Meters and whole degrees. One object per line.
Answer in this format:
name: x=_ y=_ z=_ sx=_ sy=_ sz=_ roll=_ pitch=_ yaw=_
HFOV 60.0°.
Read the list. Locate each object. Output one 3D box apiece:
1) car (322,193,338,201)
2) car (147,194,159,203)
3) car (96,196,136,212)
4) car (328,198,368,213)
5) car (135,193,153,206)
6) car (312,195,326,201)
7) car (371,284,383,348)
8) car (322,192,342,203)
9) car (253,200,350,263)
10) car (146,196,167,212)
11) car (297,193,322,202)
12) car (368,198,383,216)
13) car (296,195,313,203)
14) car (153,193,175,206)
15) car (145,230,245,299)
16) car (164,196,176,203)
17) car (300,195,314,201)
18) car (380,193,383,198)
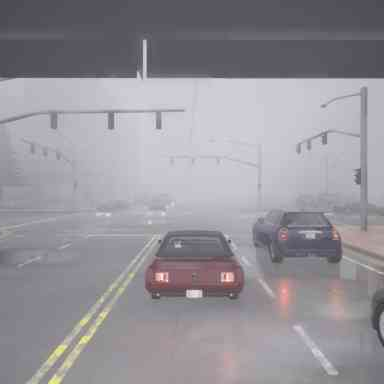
car: x=33.489 y=1.153 z=80.809 sx=1.932 sy=1.855 sz=4.605 roll=0 pitch=0 yaw=0
car: x=-8.042 y=1.356 z=68.679 sx=2.097 sy=1.767 sz=4.553 roll=0 pitch=0 yaw=0
car: x=-8.902 y=1.547 z=38.537 sx=2.033 sy=1.411 sz=5.357 roll=0 pitch=0 yaw=17
car: x=16.667 y=1.564 z=33.962 sx=4.181 sy=1.385 sz=1.994 roll=0 pitch=0 yaw=1
car: x=-8.032 y=1.221 z=53.412 sx=2.150 sy=2.045 sz=5.566 roll=0 pitch=0 yaw=0
car: x=30.806 y=1.364 z=80.750 sx=1.784 sy=1.438 sz=3.905 roll=0 pitch=0 yaw=0
car: x=3.600 y=1.505 z=3.062 sx=1.837 sy=1.490 sz=4.892 roll=0 pitch=0 yaw=0
car: x=19.536 y=1.156 z=48.148 sx=1.905 sy=1.878 sz=3.866 roll=0 pitch=0 yaw=0
car: x=3.580 y=1.352 z=12.150 sx=2.097 sy=1.767 sz=4.553 roll=0 pitch=0 yaw=0
car: x=-4.136 y=1.505 z=39.381 sx=1.837 sy=1.490 sz=4.892 roll=0 pitch=0 yaw=-5
car: x=16.642 y=1.153 z=48.193 sx=1.932 sy=1.855 sz=4.605 roll=0 pitch=0 yaw=0
car: x=19.253 y=1.505 z=30.430 sx=4.892 sy=1.490 sz=1.837 roll=0 pitch=0 yaw=1
car: x=22.189 y=1.395 z=65.623 sx=1.970 sy=1.475 sz=3.806 roll=0 pitch=0 yaw=0
car: x=-4.515 y=1.217 z=53.710 sx=2.150 sy=2.045 sz=5.566 roll=0 pitch=1 yaw=1
car: x=0.066 y=1.601 z=8.384 sx=1.895 sy=1.301 sz=4.718 roll=0 pitch=0 yaw=0
car: x=-4.545 y=1.522 z=69.140 sx=2.128 sy=1.511 sz=4.902 roll=0 pitch=0 yaw=0
car: x=27.911 y=1.395 z=80.742 sx=1.970 sy=1.475 sz=3.806 roll=0 pitch=0 yaw=0
car: x=39.086 y=1.153 z=65.764 sx=1.932 sy=1.855 sz=4.605 roll=0 pitch=0 yaw=0
